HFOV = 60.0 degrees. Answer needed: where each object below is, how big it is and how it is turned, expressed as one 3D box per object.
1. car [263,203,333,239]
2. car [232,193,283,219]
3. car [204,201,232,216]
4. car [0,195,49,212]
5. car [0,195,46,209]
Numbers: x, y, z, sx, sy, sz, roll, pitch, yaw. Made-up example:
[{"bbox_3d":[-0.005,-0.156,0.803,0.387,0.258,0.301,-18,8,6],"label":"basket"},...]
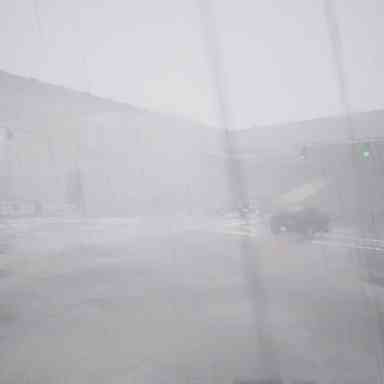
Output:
[{"bbox_3d":[5.790,1.455,17.312,1.837,1.490,4.892,0,0,40],"label":"car"},{"bbox_3d":[6.132,1.121,28.644,2.150,2.045,5.566,1,0,42],"label":"car"},{"bbox_3d":[3.161,1.453,30.569,1.895,1.301,4.718,1,0,42],"label":"car"},{"bbox_3d":[-15.991,1.056,30.810,4.974,1.542,2.038,1,0,-18],"label":"car"},{"bbox_3d":[-16.039,0.898,30.793,4.536,1.218,1.853,1,0,-18],"label":"car"}]
